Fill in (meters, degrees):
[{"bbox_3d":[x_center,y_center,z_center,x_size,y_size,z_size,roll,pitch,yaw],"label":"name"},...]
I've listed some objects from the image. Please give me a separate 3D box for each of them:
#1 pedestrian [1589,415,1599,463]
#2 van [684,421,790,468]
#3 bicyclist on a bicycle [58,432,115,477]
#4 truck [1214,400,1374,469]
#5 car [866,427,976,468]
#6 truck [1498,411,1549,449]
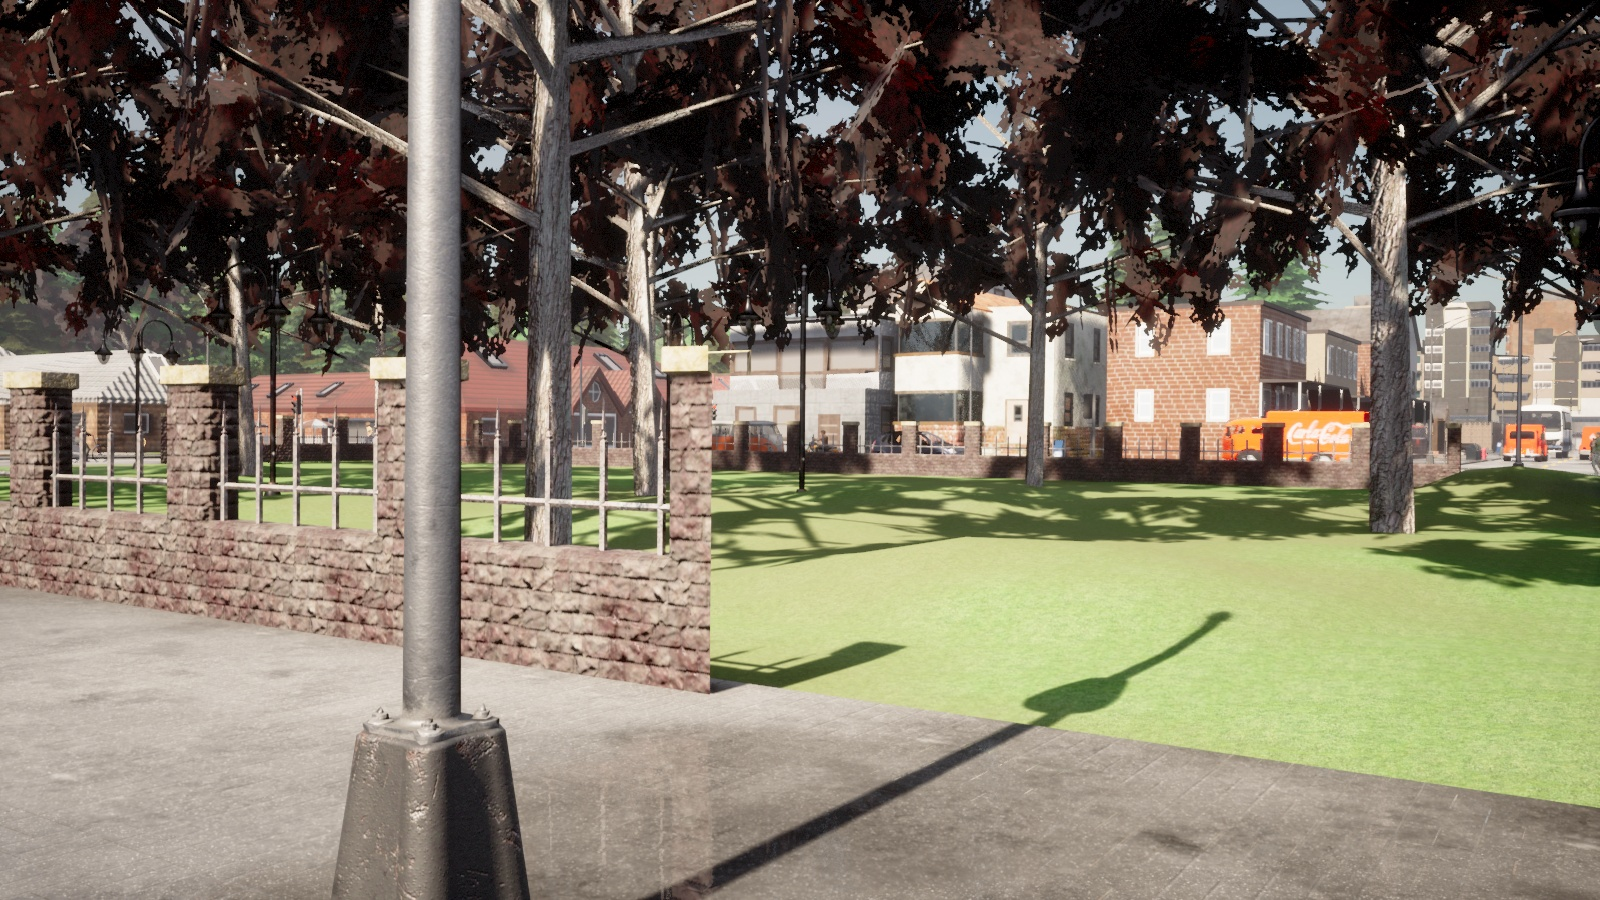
[{"bbox_3d":[31.397,-0.433,49.318,0.614,1.847,0.353,0,1,1],"label":"pedestrian"},{"bbox_3d":[-2.787,-0.255,55.528,4.442,1.987,1.775,0,1,31],"label":"van"},{"bbox_3d":[-28.393,0.167,50.010,0.659,1.776,1.843,0,1,32],"label":"bicyclist on a bicycle"},{"bbox_3d":[18.697,-0.576,47.607,5.204,2.467,2.627,0,1,33],"label":"truck"},{"bbox_3d":[4.841,-0.108,50.482,3.988,1.617,1.851,0,1,32],"label":"car"},{"bbox_3d":[48.047,-1.329,83.314,2.627,2.467,5.204,0,1,34],"label":"truck"}]
